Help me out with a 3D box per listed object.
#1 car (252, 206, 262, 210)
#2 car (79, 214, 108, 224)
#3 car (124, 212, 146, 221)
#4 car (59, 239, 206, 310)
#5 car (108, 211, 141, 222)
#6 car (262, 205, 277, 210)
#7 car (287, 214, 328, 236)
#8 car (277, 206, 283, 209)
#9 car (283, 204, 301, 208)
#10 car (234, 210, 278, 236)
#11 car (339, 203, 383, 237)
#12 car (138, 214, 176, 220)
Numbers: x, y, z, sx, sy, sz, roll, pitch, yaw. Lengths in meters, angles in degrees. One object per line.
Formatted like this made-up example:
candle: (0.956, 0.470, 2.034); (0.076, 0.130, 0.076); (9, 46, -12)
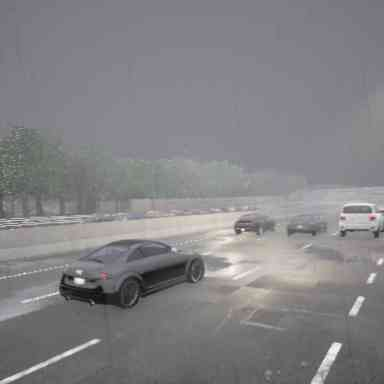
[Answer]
car: (15.677, 4.062, 78.184); (1.994, 1.385, 4.181); (-3, -2, 34)
car: (-10.947, 3.362, 39.125); (2.128, 1.511, 4.902); (-3, -3, 34)
car: (-4.646, 3.161, 35.962); (1.895, 1.301, 4.718); (-3, -3, 34)
car: (-1.381, 1.978, 9.058); (1.994, 1.385, 4.181); (-3, -3, 34)
car: (-6.978, 3.090, 38.772); (2.097, 1.767, 4.553); (-3, -3, 34)
car: (18.558, 3.825, 76.209); (1.882, 1.535, 5.008); (-3, -2, 34)
car: (8.112, 2.251, 23.255); (1.994, 1.385, 4.181); (-3, -3, 34)
car: (21.443, 3.710, 74.230); (2.128, 1.511, 4.902); (-3, -2, 34)
car: (20.567, 3.319, 66.775); (2.097, 1.767, 4.553); (-3, -2, 34)
car: (4.805, 2.343, 24.607); (1.837, 1.490, 4.892); (-3, -3, 34)
car: (11.165, 1.759, 21.742); (2.150, 2.045, 5.566); (-3, -3, 34)
car: (-2.736, 2.971, 32.539); (1.895, 1.301, 4.718); (-3, -3, 34)
